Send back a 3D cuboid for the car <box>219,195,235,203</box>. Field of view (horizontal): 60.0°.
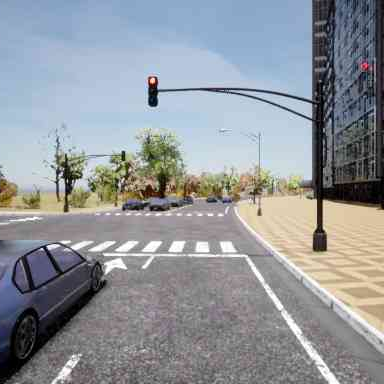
[{"bbox_3d":[7.478,1.561,70.111,2.033,1.411,5.357,0,0,12],"label":"car"}]

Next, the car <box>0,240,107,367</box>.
[{"bbox_3d":[-3.036,1.547,5.722,2.033,1.411,5.357,0,0,1],"label":"car"}]

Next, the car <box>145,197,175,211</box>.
[{"bbox_3d":[-3.923,1.547,41.486,2.033,1.411,5.357,0,0,7],"label":"car"}]

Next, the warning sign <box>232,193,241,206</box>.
[{"bbox_3d":[6.466,1.122,48.263,1.300,1.860,1.060,0,0,8],"label":"warning sign"}]

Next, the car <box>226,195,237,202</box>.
[{"bbox_3d":[9.629,1.546,80.413,2.128,1.511,4.902,0,0,14],"label":"car"}]

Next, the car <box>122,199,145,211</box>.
[{"bbox_3d":[-7.210,1.563,41.211,1.994,1.385,4.181,0,0,7],"label":"car"}]

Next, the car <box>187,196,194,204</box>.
[{"bbox_3d":[-0.845,1.511,61.891,1.837,1.490,4.892,0,0,10],"label":"car"}]

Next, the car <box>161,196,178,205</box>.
[{"bbox_3d":[-4.144,1.552,61.899,2.033,1.411,5.357,0,0,10],"label":"car"}]

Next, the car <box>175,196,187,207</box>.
[{"bbox_3d":[-2.539,1.550,51.694,2.033,1.411,5.357,0,0,8],"label":"car"}]

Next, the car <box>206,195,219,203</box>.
[{"bbox_3d":[4.199,1.559,70.833,1.994,1.385,4.181,0,0,12],"label":"car"}]

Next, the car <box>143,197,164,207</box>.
[{"bbox_3d":[-5.871,1.548,51.375,2.033,1.411,5.357,0,0,8],"label":"car"}]

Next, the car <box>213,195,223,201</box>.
[{"bbox_3d":[6.319,1.392,80.540,1.812,1.442,4.674,0,0,14],"label":"car"}]
